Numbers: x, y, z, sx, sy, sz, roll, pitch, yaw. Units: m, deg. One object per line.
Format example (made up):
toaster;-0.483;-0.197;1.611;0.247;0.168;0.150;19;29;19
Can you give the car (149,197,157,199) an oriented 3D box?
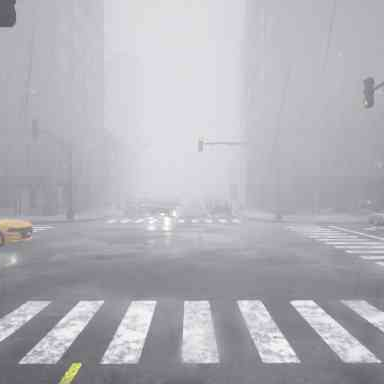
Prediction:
car;-5.673;1.443;39.091;1.967;1.590;4.097;0;0;0

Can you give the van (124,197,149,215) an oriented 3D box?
van;-5.701;1.343;33.423;1.690;1.788;3.998;0;0;0

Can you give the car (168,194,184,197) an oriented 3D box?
car;-2.834;1.550;53.870;2.033;1.411;5.357;0;0;1

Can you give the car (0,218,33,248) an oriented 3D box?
car;-9.301;1.464;13.893;5.008;1.535;1.882;0;0;0

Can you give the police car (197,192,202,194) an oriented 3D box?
police car;2.747;1.421;79.490;1.930;1.638;5.238;0;0;0

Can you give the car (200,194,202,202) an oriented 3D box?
car;2.963;1.527;61.899;1.752;1.417;4.829;0;0;0

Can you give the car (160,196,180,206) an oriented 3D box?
car;-2.894;1.604;43.180;1.895;1.301;4.718;0;0;1

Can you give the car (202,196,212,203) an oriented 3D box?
car;2.990;1.551;67.399;2.008;1.369;4.403;0;0;0

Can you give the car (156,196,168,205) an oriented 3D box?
car;-5.564;1.527;61.594;1.752;1.417;4.829;0;0;0

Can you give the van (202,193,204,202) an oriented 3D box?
van;2.935;1.343;56.060;1.690;1.788;3.998;0;0;0

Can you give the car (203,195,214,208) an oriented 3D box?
car;2.880;1.443;44.721;1.967;1.590;4.097;0;0;0

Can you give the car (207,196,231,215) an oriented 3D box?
car;2.825;1.442;33.383;1.967;1.590;4.097;0;0;0

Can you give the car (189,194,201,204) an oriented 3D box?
car;0.413;1.549;63.328;2.033;1.411;5.357;0;0;0

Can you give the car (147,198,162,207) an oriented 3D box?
car;-5.618;1.585;50.428;1.802;1.307;4.206;0;0;0

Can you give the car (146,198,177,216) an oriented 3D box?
car;-2.943;1.603;33.197;1.895;1.301;4.718;0;0;3

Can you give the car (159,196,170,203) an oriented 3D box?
car;-5.535;1.566;67.432;1.947;1.339;4.313;0;0;0

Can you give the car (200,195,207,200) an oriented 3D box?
car;3.100;1.557;90.076;1.947;1.339;4.313;0;0;0

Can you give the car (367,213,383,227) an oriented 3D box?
car;13.633;1.615;20.716;4.718;1.301;1.895;0;0;0

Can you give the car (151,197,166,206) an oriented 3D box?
car;-5.591;1.568;56.096;1.947;1.339;4.313;0;0;0
